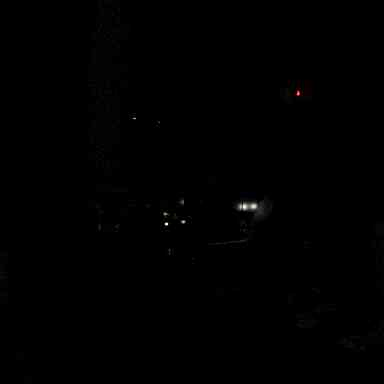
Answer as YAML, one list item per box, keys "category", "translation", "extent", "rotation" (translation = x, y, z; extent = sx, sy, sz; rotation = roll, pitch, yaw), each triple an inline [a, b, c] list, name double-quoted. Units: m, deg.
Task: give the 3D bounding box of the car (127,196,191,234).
- category: "car"
  translation: [-2.080, 1.294, 20.399]
  extent: [2.150, 2.045, 5.566]
  rotation: [0, 0, -36]

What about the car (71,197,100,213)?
- category: "car"
  translation: [-13.191, 1.525, 41.022]
  extent: [2.097, 1.767, 4.553]
  rotation: [0, 0, -36]

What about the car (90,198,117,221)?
- category: "car"
  translation: [-8.170, 1.596, 28.923]
  extent: [1.882, 1.535, 5.008]
  rotation: [0, 0, -35]
